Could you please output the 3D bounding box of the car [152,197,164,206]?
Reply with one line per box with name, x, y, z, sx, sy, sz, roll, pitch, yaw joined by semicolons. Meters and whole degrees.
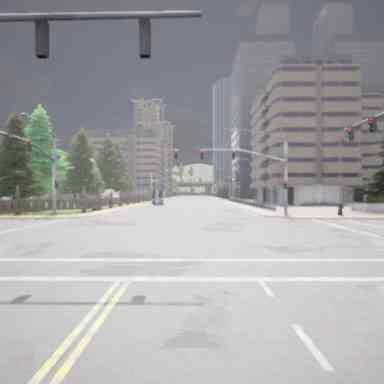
car;-6.124;1.739;60.442;2.128;1.511;4.902;0;0;0
